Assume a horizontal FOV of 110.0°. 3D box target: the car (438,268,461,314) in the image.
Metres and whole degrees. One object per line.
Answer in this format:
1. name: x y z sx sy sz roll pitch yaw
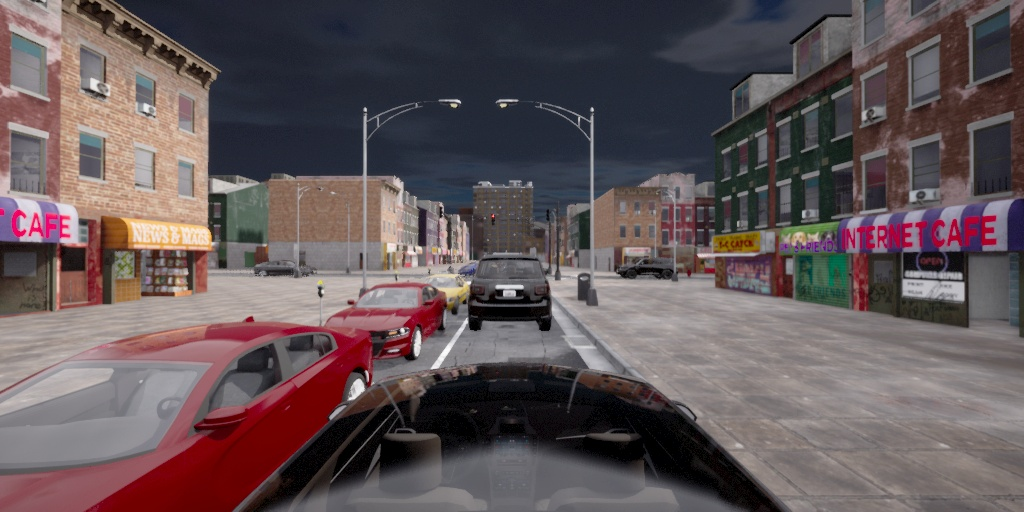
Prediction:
1. car: -2.644 1.279 13.657 1.751 1.417 4.829 0 0 0

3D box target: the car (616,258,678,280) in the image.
1. car: 12.796 1.160 34.022 5.566 2.045 2.150 1 0 0

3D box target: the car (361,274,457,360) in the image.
1. car: -2.641 1.296 8.334 1.888 1.381 4.507 0 0 0

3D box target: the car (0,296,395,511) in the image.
1. car: -2.638 1.295 2.840 1.888 1.381 4.507 0 0 0

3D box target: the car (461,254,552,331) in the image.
1. car: -0.034 0.974 11.090 2.150 2.045 5.566 0 0 1

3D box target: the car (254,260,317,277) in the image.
1. car: -19.431 1.137 30.881 4.892 1.490 1.837 1 0 0

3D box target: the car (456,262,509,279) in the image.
1. car: -2.743 1.298 33.914 4.674 1.442 1.812 1 0 -37
